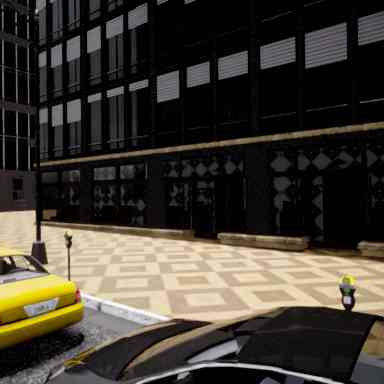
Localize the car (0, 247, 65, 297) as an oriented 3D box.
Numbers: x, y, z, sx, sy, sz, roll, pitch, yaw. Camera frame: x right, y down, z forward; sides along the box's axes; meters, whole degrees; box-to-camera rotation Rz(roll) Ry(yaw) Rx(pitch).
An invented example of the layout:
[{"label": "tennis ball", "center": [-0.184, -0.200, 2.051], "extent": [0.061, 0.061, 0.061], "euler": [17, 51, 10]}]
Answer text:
[{"label": "car", "center": [-3.911, 1.527, 5.840], "extent": [4.829, 1.417, 1.752], "euler": [0, -1, 35]}]

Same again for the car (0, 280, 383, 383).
[{"label": "car", "center": [0.725, 1.566, 2.329], "extent": [4.313, 1.339, 1.947], "euler": [0, -1, 35]}]
